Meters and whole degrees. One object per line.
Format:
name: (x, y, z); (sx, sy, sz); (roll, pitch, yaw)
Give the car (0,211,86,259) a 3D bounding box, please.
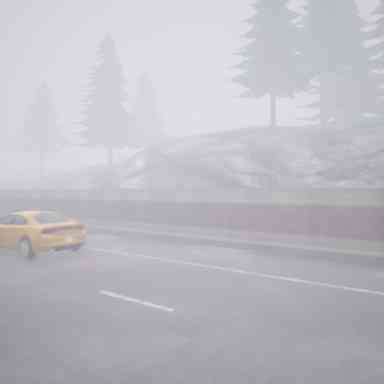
car: (-6.092, 1.437, 12.512); (5.008, 1.535, 1.882); (0, 0, 36)
